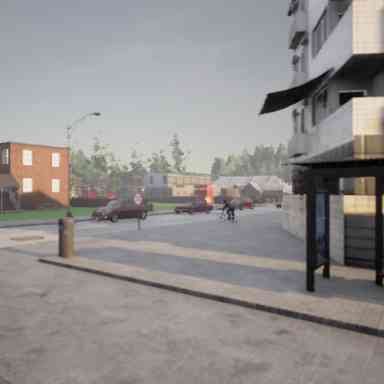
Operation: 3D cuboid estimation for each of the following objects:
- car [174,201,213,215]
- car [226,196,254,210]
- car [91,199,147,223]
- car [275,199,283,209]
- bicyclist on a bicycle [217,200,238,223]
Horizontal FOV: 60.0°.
[{"bbox_3d":[0.154,1.624,34.377,1.895,1.301,4.718,0,0,36],"label":"car"},{"bbox_3d":[6.119,1.374,42.715,2.097,1.767,4.553,0,0,36],"label":"car"},{"bbox_3d":[-5.676,1.375,26.198,2.097,1.767,4.553,0,0,36],"label":"car"},{"bbox_3d":[13.090,1.618,45.376,1.895,1.301,4.718,0,0,36],"label":"car"},{"bbox_3d":[2.434,1.362,23.111,1.656,1.620,0.582,0,0,35],"label":"bicyclist on a bicycle"}]
